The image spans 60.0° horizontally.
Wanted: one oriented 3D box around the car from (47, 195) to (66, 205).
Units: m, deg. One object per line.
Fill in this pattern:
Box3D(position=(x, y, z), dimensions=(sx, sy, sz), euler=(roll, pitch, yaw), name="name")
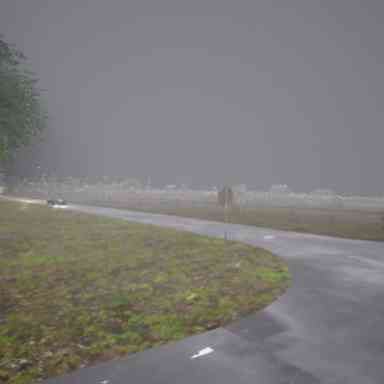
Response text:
Box3D(position=(-19.980, 1.149, 49.029), dimensions=(2.128, 1.511, 4.902), euler=(3, -1, -35), name="car")
